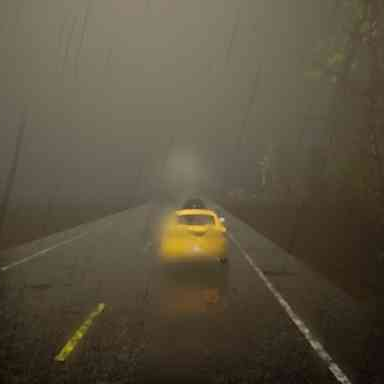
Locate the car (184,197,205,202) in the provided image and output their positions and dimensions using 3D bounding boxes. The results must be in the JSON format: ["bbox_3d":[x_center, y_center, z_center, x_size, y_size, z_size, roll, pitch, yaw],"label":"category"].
[{"bbox_3d":[0.219,1.159,30.762,1.994,1.385,4.181,0,1,0],"label":"car"}]

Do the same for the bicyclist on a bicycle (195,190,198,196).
[{"bbox_3d":[1.354,0.228,92.285,0.866,1.612,1.509,0,1,0],"label":"bicyclist on a bicycle"}]

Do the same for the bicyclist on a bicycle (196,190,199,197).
[{"bbox_3d":[1.321,0.360,83.288,0.582,1.620,1.656,0,0,0],"label":"bicyclist on a bicycle"}]

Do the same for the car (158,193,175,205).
[{"bbox_3d":[-3.396,0.914,44.872,1.837,1.490,4.892,0,1,0],"label":"car"}]

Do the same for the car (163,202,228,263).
[{"bbox_3d":[0.119,1.327,11.380,1.882,1.535,5.008,0,1,1],"label":"car"}]
